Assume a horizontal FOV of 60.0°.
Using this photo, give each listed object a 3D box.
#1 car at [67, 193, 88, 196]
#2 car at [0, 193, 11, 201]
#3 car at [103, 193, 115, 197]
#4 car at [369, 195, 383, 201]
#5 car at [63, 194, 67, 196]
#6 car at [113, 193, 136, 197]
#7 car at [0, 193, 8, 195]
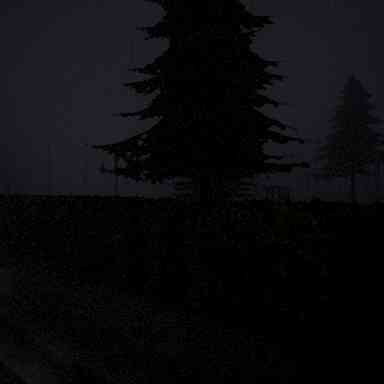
[{"bbox_3d":[-27.209,1.145,81.561,5.027,1.636,2.152,0,0,-45],"label":"car"},{"bbox_3d":[-41.792,1.088,71.593,4.605,1.855,1.932,0,0,-45],"label":"car"},{"bbox_3d":[-15.893,1.090,70.670,4.605,1.855,1.932,0,0,-45],"label":"car"},{"bbox_3d":[44.421,1.538,80.207,2.033,1.411,5.357,0,0,45],"label":"car"},{"bbox_3d":[-31.944,1.223,85.905,3.806,1.475,1.970,0,0,-45],"label":"car"},{"bbox_3d":[-10.322,1.379,54.252,3.806,1.475,1.970,0,0,-45],"label":"car"},{"bbox_3d":[-23.718,1.325,41.253,5.027,1.636,2.152,0,0,-45],"label":"car"}]
